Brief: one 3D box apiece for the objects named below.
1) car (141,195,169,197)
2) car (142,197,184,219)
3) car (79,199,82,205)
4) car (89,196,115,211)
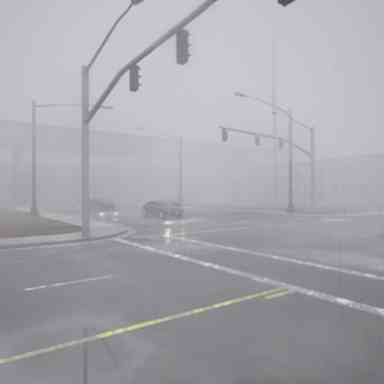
[{"bbox_3d":[-3.213,1.441,35.630,1.882,1.535,5.008,0,0,-36],"label":"car"},{"bbox_3d":[-2.617,1.475,28.609,1.837,1.490,4.892,0,0,-36],"label":"car"},{"bbox_3d":[-18.399,1.487,58.915,1.812,1.442,4.674,0,0,1],"label":"car"},{"bbox_3d":[-10.831,1.449,39.787,1.882,1.535,5.008,0,0,-36],"label":"car"}]
